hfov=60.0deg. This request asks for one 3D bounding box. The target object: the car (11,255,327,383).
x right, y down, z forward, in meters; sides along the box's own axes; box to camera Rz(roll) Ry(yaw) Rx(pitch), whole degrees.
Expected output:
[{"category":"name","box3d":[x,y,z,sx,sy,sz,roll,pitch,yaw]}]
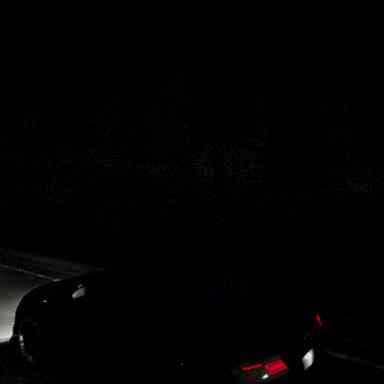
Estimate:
[{"category":"car","box3d":[-0.508,1.563,4.355,4.181,1.385,1.994,0,0,35]}]
